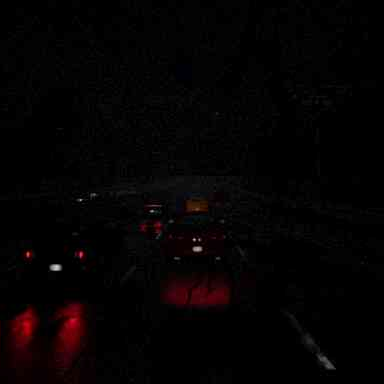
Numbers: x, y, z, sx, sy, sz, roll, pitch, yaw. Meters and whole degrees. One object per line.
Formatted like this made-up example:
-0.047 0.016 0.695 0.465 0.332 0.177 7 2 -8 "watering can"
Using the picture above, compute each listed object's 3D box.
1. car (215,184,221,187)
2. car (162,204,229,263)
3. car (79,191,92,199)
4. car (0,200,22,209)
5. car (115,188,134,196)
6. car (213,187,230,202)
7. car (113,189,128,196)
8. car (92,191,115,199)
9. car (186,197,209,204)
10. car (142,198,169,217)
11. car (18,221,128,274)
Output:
5.484 -0.026 67.452 2.150 2.045 5.566 0 2 3 "car"
0.176 1.428 11.808 1.882 1.535 5.008 0 0 1 "car"
-19.347 0.525 62.409 2.033 1.411 5.357 0 2 3 "car"
-13.844 1.315 23.333 2.128 1.511 4.902 0 1 1 "car"
-12.370 0.212 61.950 2.150 2.045 5.566 0 2 4 "car"
4.658 0.534 51.699 2.097 1.767 4.553 0 1 2 "car"
-15.307 0.163 71.714 1.895 1.301 4.718 0 2 3 "car"
-15.969 0.548 60.297 1.837 1.490 4.892 0 2 3 "car"
0.513 1.201 30.086 1.882 1.535 5.008 0 1 1 "car"
-3.035 1.244 28.265 2.128 1.511 4.902 0 1 1 "car"
-3.340 1.560 10.428 1.895 1.301 4.718 0 0 1 "car"
